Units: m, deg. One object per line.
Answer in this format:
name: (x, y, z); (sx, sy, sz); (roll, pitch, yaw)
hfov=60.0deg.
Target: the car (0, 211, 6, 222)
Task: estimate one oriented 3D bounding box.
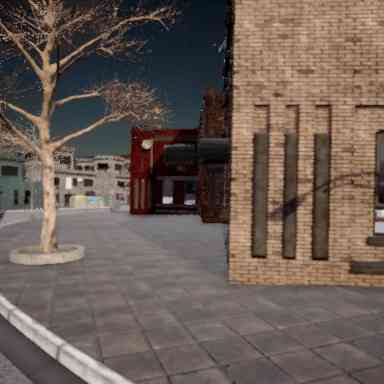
car: (-15.885, 1.743, 25.334); (1.895, 1.301, 4.718); (1, -1, -11)
